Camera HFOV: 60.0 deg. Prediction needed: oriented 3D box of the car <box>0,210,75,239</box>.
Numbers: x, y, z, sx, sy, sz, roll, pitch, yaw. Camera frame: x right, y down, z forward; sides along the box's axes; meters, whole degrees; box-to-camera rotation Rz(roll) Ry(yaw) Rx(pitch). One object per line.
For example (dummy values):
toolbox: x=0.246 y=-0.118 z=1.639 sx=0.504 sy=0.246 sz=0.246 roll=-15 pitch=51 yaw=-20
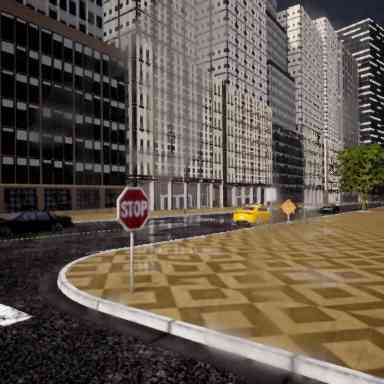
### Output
car: x=-9.478 y=1.768 z=19.147 sx=2.033 sy=1.411 sz=5.357 roll=-1 pitch=-1 yaw=36

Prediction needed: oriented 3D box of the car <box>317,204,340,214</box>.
car: x=20.115 y=2.378 z=48.329 sx=1.994 sy=1.385 sz=4.181 roll=-1 pitch=-1 yaw=36

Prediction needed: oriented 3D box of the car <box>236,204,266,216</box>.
car: x=7.616 y=2.290 z=42.509 sx=1.895 sy=1.301 sz=4.718 roll=-1 pitch=-1 yaw=36

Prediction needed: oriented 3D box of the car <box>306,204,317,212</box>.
car: x=19.154 y=2.498 z=52.663 sx=1.895 sy=1.301 sz=4.718 roll=-1 pitch=-1 yaw=36

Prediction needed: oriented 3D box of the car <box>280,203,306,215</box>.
car: x=13.115 y=2.234 z=44.322 sx=1.837 sy=1.490 sz=4.892 roll=-1 pitch=-1 yaw=37

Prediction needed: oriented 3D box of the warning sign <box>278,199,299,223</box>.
warning sign: x=7.754 y=1.498 z=26.696 sx=1.300 sy=1.860 sz=1.060 roll=0 pitch=0 yaw=36

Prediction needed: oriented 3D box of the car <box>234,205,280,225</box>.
car: x=5.352 y=1.885 z=28.102 sx=1.882 sy=1.535 sz=5.008 roll=-1 pitch=-1 yaw=36
